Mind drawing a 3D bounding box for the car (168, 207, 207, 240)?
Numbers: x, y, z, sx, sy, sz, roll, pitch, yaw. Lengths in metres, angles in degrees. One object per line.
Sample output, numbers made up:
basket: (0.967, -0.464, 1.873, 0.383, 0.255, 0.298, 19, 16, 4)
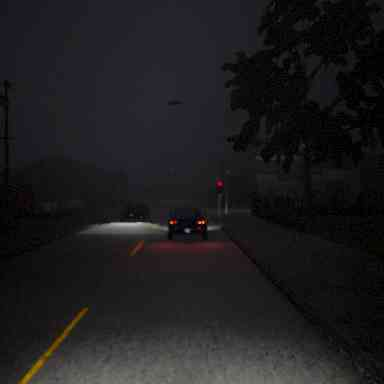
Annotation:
car: (-0.217, 1.483, 16.765, 1.812, 1.442, 4.674, 0, 0, -1)

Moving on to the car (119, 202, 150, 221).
car: (-4.486, 1.521, 26.434, 1.994, 1.385, 4.181, 0, 0, -1)
